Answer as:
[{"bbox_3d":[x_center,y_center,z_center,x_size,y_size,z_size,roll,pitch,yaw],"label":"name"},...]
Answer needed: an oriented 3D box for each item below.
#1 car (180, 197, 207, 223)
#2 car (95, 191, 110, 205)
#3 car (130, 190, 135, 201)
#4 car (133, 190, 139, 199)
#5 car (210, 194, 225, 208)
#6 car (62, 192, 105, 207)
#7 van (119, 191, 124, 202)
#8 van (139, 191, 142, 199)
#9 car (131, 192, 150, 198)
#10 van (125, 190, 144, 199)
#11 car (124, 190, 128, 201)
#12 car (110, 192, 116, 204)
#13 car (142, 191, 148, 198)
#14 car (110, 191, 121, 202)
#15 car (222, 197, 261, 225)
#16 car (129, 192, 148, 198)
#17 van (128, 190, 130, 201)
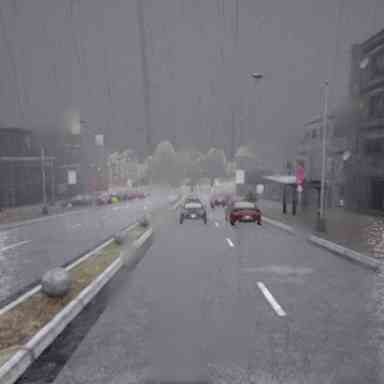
[{"bbox_3d":[0.093,1.363,23.862,1.812,1.442,4.674,0,0,0],"label":"car"},{"bbox_3d":[-14.070,1.015,45.483,4.553,1.767,2.185,-1,0,-20],"label":"car"},{"bbox_3d":[-14.081,0.995,63.775,4.892,1.521,2.231,-1,1,-20],"label":"car"},{"bbox_3d":[-14.121,0.719,66.804,5.566,2.045,2.435,-1,1,-20],"label":"car"},{"bbox_3d":[3.341,1.066,41.734,2.097,1.767,4.553,0,0,0],"label":"car"},{"bbox_3d":[-14.009,1.167,42.441,4.892,1.521,2.231,-1,1,-20],"label":"car"},{"bbox_3d":[-13.960,0.839,54.680,4.442,1.987,1.878,-1,0,-20],"label":"van"},{"bbox_3d":[-14.002,0.694,72.954,4.442,1.987,1.878,-1,0,-20],"label":"van"},{"bbox_3d":[-14.140,0.778,91.182,4.892,1.521,2.231,-1,1,-20],"label":"car"},{"bbox_3d":[-14.240,0.625,82.003,4.442,1.987,1.878,-1,1,-20],"label":"van"},{"bbox_3d":[-14.043,0.916,57.689,4.553,1.767,2.185,-1,1,-20],"label":"car"},{"bbox_3d":[-14.078,1.145,48.527,4.792,1.488,2.163,-1,1,-20],"label":"car"},{"bbox_3d":[-14.100,0.622,79.016,5.566,2.045,2.435,-1,0,-20],"label":"car"},{"bbox_3d":[-14.232,1.090,51.521,5.366,1.575,1.946,-1,1,-20],"label":"car"},{"bbox_3d":[3.332,1.324,22.395,1.882,1.535,5.008,0,0,0],"label":"car"},{"bbox_3d":[-14.143,0.841,88.140,4.674,1.452,2.002,-1,0,-20],"label":"car"},{"bbox_3d":[-14.189,0.794,60.682,4.442,1.987,1.878,-1,1,-20],"label":"van"}]
